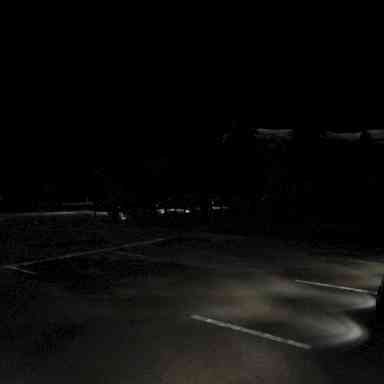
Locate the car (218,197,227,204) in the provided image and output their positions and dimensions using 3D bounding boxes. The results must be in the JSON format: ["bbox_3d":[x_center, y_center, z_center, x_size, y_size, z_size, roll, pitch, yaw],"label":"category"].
[{"bbox_3d":[4.694,1.458,50.760,5.357,1.411,2.033,0,0,-37],"label":"car"}]

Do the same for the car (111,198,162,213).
[{"bbox_3d":[-6.013,1.414,36.491,1.837,1.490,4.892,0,0,43],"label":"car"}]

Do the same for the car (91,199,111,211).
[{"bbox_3d":[-9.170,1.494,38.299,1.895,1.301,4.718,0,0,43],"label":"car"}]

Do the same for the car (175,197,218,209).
[{"bbox_3d":[0.639,1.421,42.977,4.892,1.490,1.837,0,0,-41],"label":"car"}]

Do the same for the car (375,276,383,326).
[{"bbox_3d":[5.138,1.352,4.578,4.553,1.767,2.097,0,0,36],"label":"car"}]

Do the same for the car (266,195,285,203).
[{"bbox_3d":[12.810,1.279,55.822,4.553,1.767,2.097,0,0,-28],"label":"car"}]

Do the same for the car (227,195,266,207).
[{"bbox_3d":[8.026,1.419,48.705,4.902,1.511,2.128,0,0,-35],"label":"car"}]

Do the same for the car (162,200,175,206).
[{"bbox_3d":[-2.711,1.425,44.668,4.674,1.442,1.812,0,0,-42],"label":"car"}]
